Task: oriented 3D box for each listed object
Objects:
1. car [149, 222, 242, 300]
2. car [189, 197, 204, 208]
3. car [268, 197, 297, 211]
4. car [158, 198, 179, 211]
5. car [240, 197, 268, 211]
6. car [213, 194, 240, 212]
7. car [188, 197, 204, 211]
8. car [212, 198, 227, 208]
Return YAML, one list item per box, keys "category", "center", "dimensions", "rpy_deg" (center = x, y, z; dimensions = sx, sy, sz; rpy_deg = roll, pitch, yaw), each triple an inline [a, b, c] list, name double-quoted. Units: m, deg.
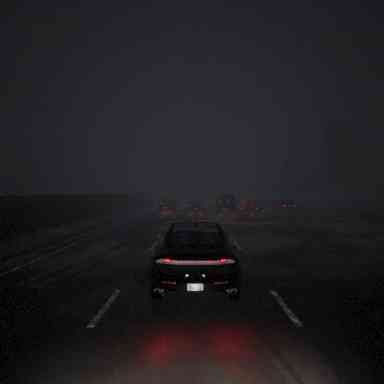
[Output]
- category: "car"
  center: [0.089, 1.492, 8.379]
  dimensions: [2.128, 1.511, 4.902]
  rpy_deg: [0, 0, 1]
- category: "car"
  center: [0.601, 1.492, 49.409]
  dimensions: [2.128, 1.511, 4.902]
  rpy_deg: [0, 0, 1]
- category: "car"
  center: [10.980, 1.547, 39.692]
  dimensions: [2.033, 1.411, 5.357]
  rpy_deg: [0, 0, 1]
- category: "car"
  center: [-3.008, 1.505, 40.700]
  dimensions: [1.837, 1.490, 4.892]
  rpy_deg: [0, 0, 1]
- category: "car"
  center: [7.491, 1.601, 40.599]
  dimensions: [1.895, 1.301, 4.718]
  rpy_deg: [0, 0, 1]
- category: "car"
  center: [3.981, 1.221, 39.809]
  dimensions: [2.150, 2.045, 5.566]
  rpy_deg: [0, 0, 1]
- category: "car"
  center: [0.487, 1.601, 40.269]
  dimensions: [1.895, 1.301, 4.718]
  rpy_deg: [0, 0, 1]
- category: "car"
  center: [4.101, 1.601, 49.395]
  dimensions: [1.895, 1.301, 4.718]
  rpy_deg: [0, 0, 1]
